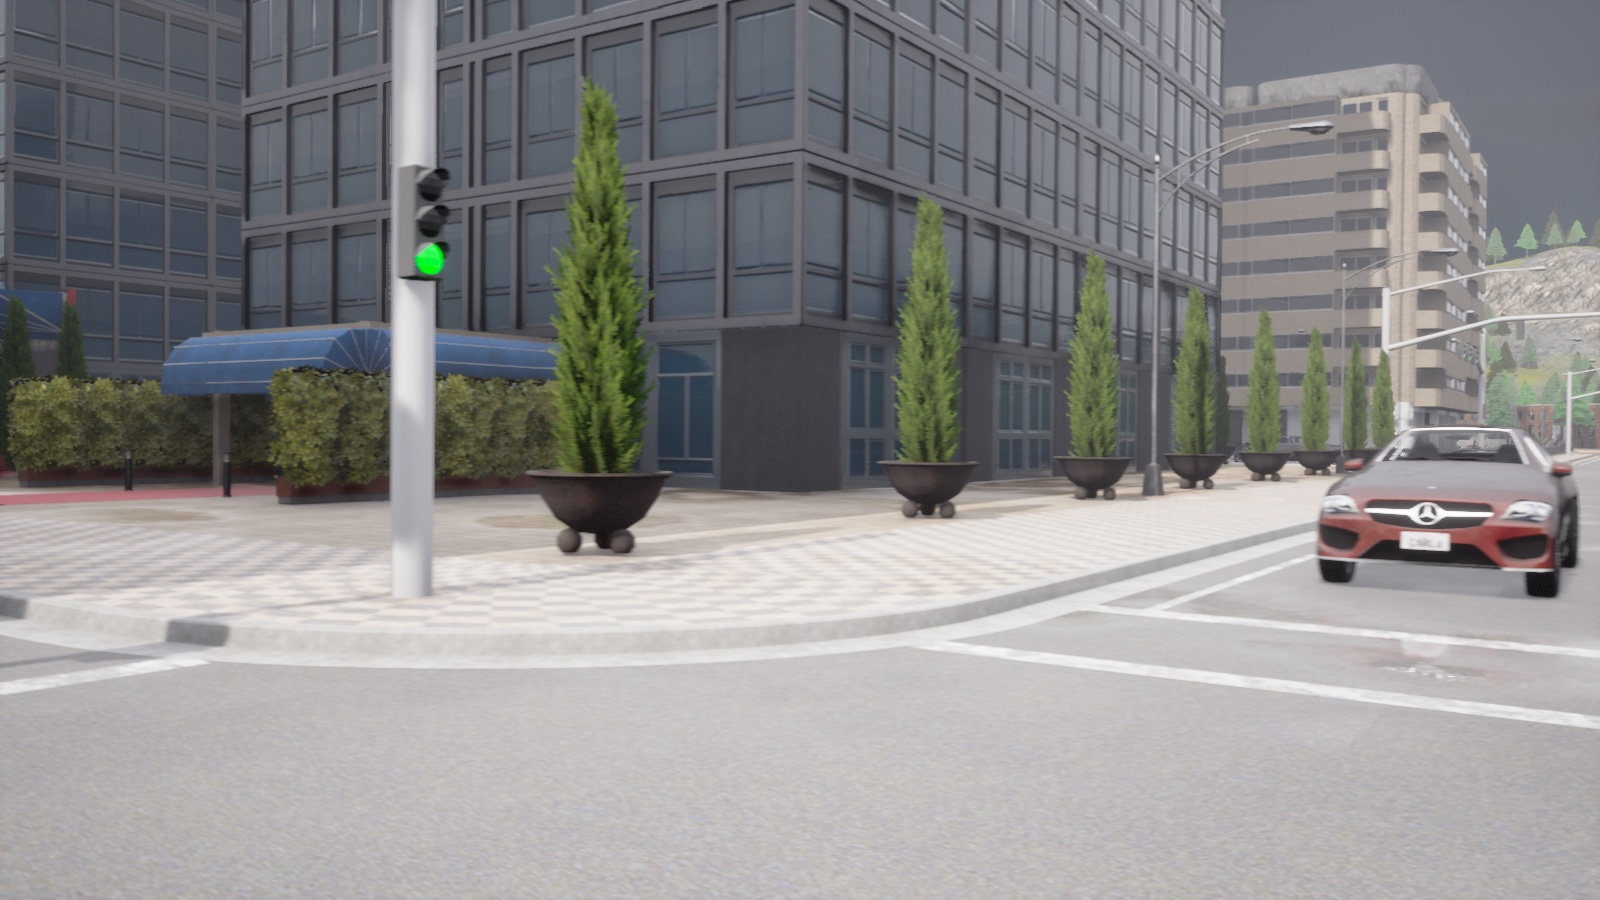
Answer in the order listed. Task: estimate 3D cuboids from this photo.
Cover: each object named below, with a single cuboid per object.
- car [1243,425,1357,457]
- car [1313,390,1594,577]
[{"bbox_3d":[24.851,-0.446,62.473,4.902,1.511,2.128,0,1,34],"label":"car"},{"bbox_3d":[7.332,0.256,13.768,2.152,1.651,5.027,0,1,34],"label":"car"}]
